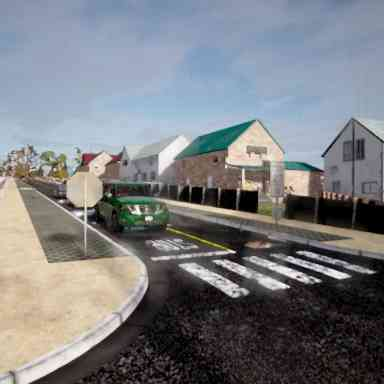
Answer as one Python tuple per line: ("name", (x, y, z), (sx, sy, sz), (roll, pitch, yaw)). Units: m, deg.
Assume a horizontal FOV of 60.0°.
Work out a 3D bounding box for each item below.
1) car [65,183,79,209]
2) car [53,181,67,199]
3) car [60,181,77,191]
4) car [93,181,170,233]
("car", (-7.728, 0.355, 24.093), (1.837, 1.490, 4.892), (0, 3, -28))
("car", (-12.808, -0.104, 33.490), (2.033, 1.411, 5.357), (0, 2, -29))
("car", (-18.944, -0.957, 50.787), (1.812, 1.442, 4.674), (0, 2, -28))
("car", (-2.964, 0.542, 15.293), (2.150, 2.045, 5.566), (0, 2, -28))
